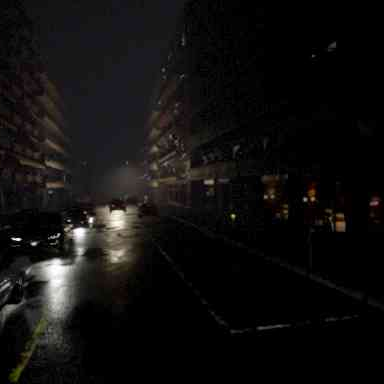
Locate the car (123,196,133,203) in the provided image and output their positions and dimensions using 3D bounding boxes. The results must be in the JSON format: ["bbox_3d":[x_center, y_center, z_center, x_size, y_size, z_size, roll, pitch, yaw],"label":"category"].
[{"bbox_3d":[-14.290,1.745,74.103,1.887,1.381,4.507,-2,0,-13],"label":"car"}]

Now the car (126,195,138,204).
[{"bbox_3d":[-10.440,1.462,57.551,2.192,1.841,5.009,-2,0,-13],"label":"car"}]

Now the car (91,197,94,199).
[{"bbox_3d":[-19.839,1.679,61.113,2.192,1.841,5.009,-2,0,-13],"label":"car"}]

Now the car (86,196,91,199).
[{"bbox_3d":[-18.543,1.890,55.600,1.887,1.381,4.507,-2,0,-13],"label":"car"}]

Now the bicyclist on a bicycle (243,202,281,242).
[{"bbox_3d":[2.867,1.211,13.638,1.656,1.620,0.582,-2,0,-13],"label":"bicyclist on a bicycle"}]

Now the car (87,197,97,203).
[{"bbox_3d":[-24.976,1.997,83.183,1.947,1.339,4.313,-2,0,-13],"label":"car"}]

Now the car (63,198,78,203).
[{"bbox_3d":[-14.646,1.811,38.883,1.752,1.417,4.829,-2,0,-13],"label":"car"}]

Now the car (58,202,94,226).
[{"bbox_3d":[-8.500,1.730,24.056,1.994,1.385,4.181,-1,0,-13],"label":"car"}]

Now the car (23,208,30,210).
[{"bbox_3d":[-10.824,1.769,22.501,1.887,1.381,4.507,-2,0,-13],"label":"car"}]

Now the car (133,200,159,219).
[{"bbox_3d":[-3.996,1.629,29.972,1.802,1.307,4.206,-2,0,-13],"label":"car"}]

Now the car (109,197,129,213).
[{"bbox_3d":[-8.755,1.670,39.215,1.812,1.442,4.674,-1,0,-13],"label":"car"}]

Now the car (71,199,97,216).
[{"bbox_3d":[-10.873,1.751,34.349,2.033,1.411,5.357,-1,0,-13],"label":"car"}]

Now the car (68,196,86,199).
[{"bbox_3d":[-15.979,1.622,44.565,2.192,1.841,5.009,-2,0,-13],"label":"car"}]

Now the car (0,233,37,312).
[{"bbox_3d":[-4.165,1.693,5.414,1.895,1.301,4.718,-1,0,-13],"label":"car"}]

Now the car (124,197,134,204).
[{"bbox_3d":[-13.003,1.749,68.586,1.947,1.339,4.313,-2,0,-13],"label":"car"}]

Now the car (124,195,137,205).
[{"bbox_3d":[-11.726,1.481,63.069,2.192,1.841,5.009,-2,0,-13],"label":"car"}]

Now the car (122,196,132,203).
[{"bbox_3d":[-15.571,1.783,79.620,1.947,1.339,4.313,-2,0,-13],"label":"car"}]

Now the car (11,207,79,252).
[{"bbox_3d":[-6.257,1.634,14.380,1.837,1.490,4.892,-1,0,-13],"label":"car"}]
